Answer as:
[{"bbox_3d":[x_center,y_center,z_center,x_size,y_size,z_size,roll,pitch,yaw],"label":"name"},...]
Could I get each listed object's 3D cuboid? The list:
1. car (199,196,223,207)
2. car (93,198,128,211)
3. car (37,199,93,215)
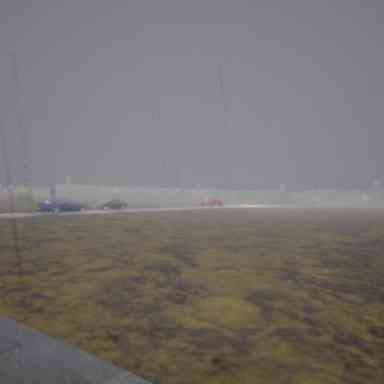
[{"bbox_3d":[3.573,1.736,61.416,2.150,2.045,5.566,-1,-2,36],"label":"car"},{"bbox_3d":[-10.292,1.583,41.950,1.837,1.490,4.892,-1,-1,35],"label":"car"},{"bbox_3d":[-12.859,1.404,33.286,1.882,1.535,5.008,-1,-1,36],"label":"car"}]
